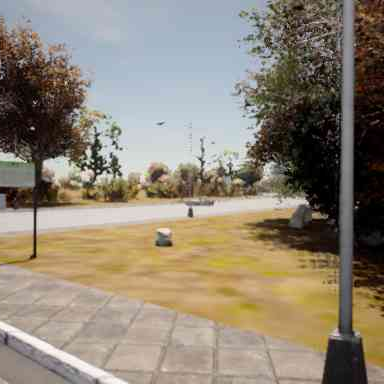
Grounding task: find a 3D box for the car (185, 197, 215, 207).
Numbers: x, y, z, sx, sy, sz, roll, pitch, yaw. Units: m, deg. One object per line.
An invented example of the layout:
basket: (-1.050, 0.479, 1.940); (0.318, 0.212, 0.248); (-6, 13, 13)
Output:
car: (1.059, 1.285, 45.152); (1.895, 1.301, 4.718); (1, 1, 37)
